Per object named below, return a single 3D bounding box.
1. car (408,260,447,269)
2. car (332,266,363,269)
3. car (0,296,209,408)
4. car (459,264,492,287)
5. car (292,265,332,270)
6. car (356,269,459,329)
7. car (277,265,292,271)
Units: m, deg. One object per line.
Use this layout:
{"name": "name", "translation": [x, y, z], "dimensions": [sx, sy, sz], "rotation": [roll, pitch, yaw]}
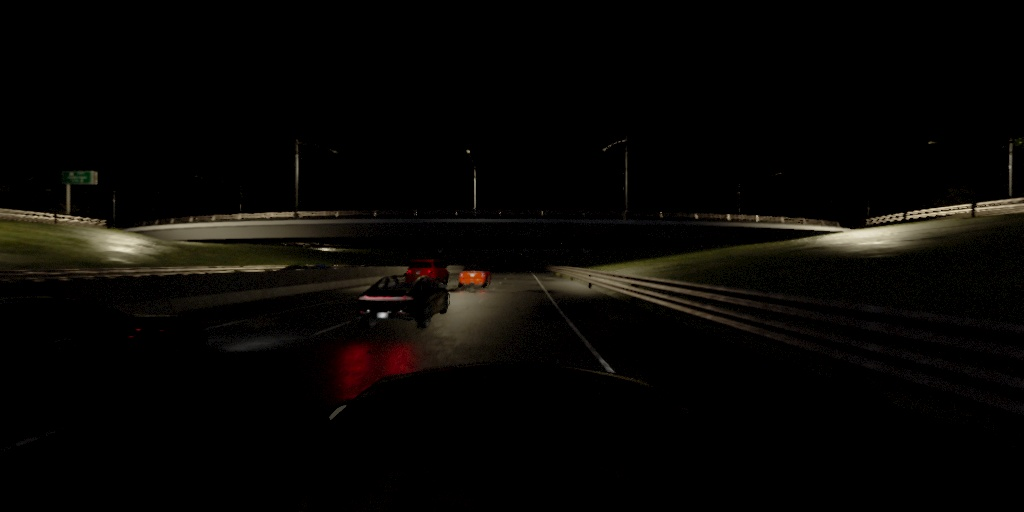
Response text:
{"name": "car", "translation": [-6.330, 1.295, 27.453], "dimensions": [2.150, 2.045, 5.566], "rotation": [0, -1, 2]}
{"name": "car", "translation": [-16.662, 1.774, 37.819], "dimensions": [1.994, 1.385, 4.181], "rotation": [0, -1, 2]}
{"name": "car", "translation": [-6.876, 1.296, 5.059], "dimensions": [1.812, 1.442, 4.674], "rotation": [0, -1, 0]}
{"name": "car", "translation": [-2.804, 1.443, 28.073], "dimensions": [2.097, 1.767, 4.553], "rotation": [0, -1, 2]}
{"name": "car", "translation": [-20.178, 1.671, 37.412], "dimensions": [1.882, 1.535, 5.008], "rotation": [0, -1, 2]}
{"name": "car", "translation": [-3.289, 1.347, 11.648], "dimensions": [2.128, 1.511, 4.902], "rotation": [0, -1, 1]}
{"name": "car", "translation": [-23.612, 1.721, 39.101], "dimensions": [1.837, 1.490, 4.892], "rotation": [0, -2, 2]}
